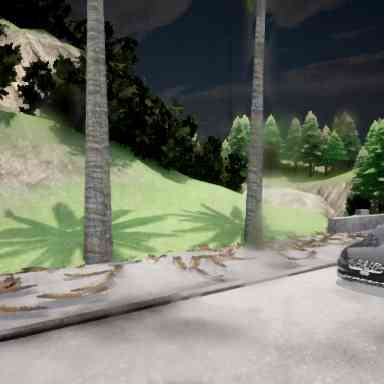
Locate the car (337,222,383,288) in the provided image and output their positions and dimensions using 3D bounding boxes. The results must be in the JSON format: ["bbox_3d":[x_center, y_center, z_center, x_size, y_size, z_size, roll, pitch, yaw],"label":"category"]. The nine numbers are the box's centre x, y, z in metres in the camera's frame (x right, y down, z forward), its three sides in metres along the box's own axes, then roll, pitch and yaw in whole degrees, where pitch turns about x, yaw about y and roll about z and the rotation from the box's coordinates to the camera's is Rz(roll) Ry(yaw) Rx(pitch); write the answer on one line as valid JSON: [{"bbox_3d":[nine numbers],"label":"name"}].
[{"bbox_3d":[5.753,1.503,8.701,4.892,1.490,1.837,-1,0,-35],"label":"car"}]
